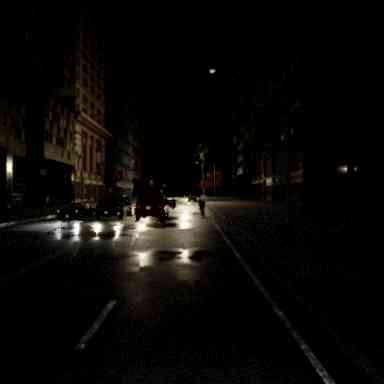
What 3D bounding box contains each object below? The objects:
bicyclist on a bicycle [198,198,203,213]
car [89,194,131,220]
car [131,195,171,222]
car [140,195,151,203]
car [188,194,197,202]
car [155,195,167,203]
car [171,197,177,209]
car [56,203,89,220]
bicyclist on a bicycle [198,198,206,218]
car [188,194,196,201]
[{"bbox_3d":[0.917,1.438,36.883,0.582,1.620,1.656,0,0,0],"label":"bicyclist on a bicycle"},{"bbox_3d":[-6.577,1.211,28.229,2.150,2.045,5.566,0,0,0],"label":"car"},{"bbox_3d":[-3.134,1.213,26.594,2.150,2.045,5.566,0,0,0],"label":"car"},{"bbox_3d":[-9.709,1.422,69.828,1.812,1.442,4.674,0,0,0],"label":"car"},{"bbox_3d":[0.041,1.402,70.606,1.837,1.490,4.892,0,0,0],"label":"car"},{"bbox_3d":[-6.459,1.423,69.826,2.128,1.511,4.902,0,0,0],"label":"car"},{"bbox_3d":[-3.124,1.468,45.332,2.128,1.511,4.902,0,0,0],"label":"car"},{"bbox_3d":[-9.828,1.591,28.417,1.895,1.301,4.718,0,0,0],"label":"car"},{"bbox_3d":[0.912,1.443,27.893,0.582,1.620,1.656,0,0,0],"label":"bicyclist on a bicycle"},{"bbox_3d":[0.048,1.327,81.434,1.882,1.535,5.008,0,0,0],"label":"car"}]
